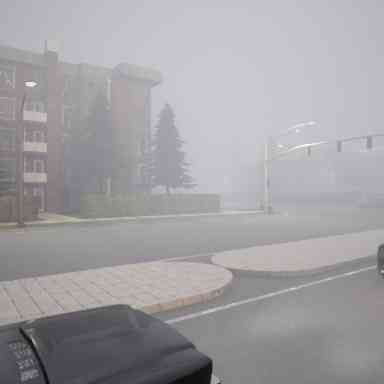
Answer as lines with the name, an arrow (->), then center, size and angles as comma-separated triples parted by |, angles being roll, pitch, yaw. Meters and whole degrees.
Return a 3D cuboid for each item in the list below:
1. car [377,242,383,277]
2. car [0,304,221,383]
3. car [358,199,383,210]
car -> 6.696, 1.506, 8.687 | 4.892, 1.490, 1.837 | 0, 0, -36
car -> -2.071, 1.601, 2.265 | 4.718, 1.301, 1.895 | 0, 0, -36
car -> 23.654, 1.610, 42.720 | 4.181, 1.385, 1.994 | 0, 1, -6
